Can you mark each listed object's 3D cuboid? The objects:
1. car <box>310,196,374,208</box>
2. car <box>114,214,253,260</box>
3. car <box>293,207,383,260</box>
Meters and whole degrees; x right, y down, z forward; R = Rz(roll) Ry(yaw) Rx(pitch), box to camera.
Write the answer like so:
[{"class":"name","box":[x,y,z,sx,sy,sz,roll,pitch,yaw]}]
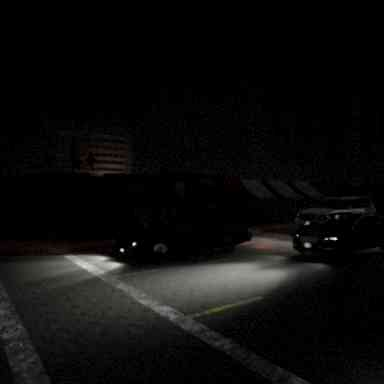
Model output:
[{"class":"car","box":[8.153,1.258,18.577,5.566,2.045,2.150,0,0,-36]},{"class":"car","box":[-0.128,1.571,12.648,5.357,1.411,2.033,0,0,-34]},{"class":"car","box":[5.842,1.517,12.572,4.902,1.511,2.128,0,0,-36]}]
